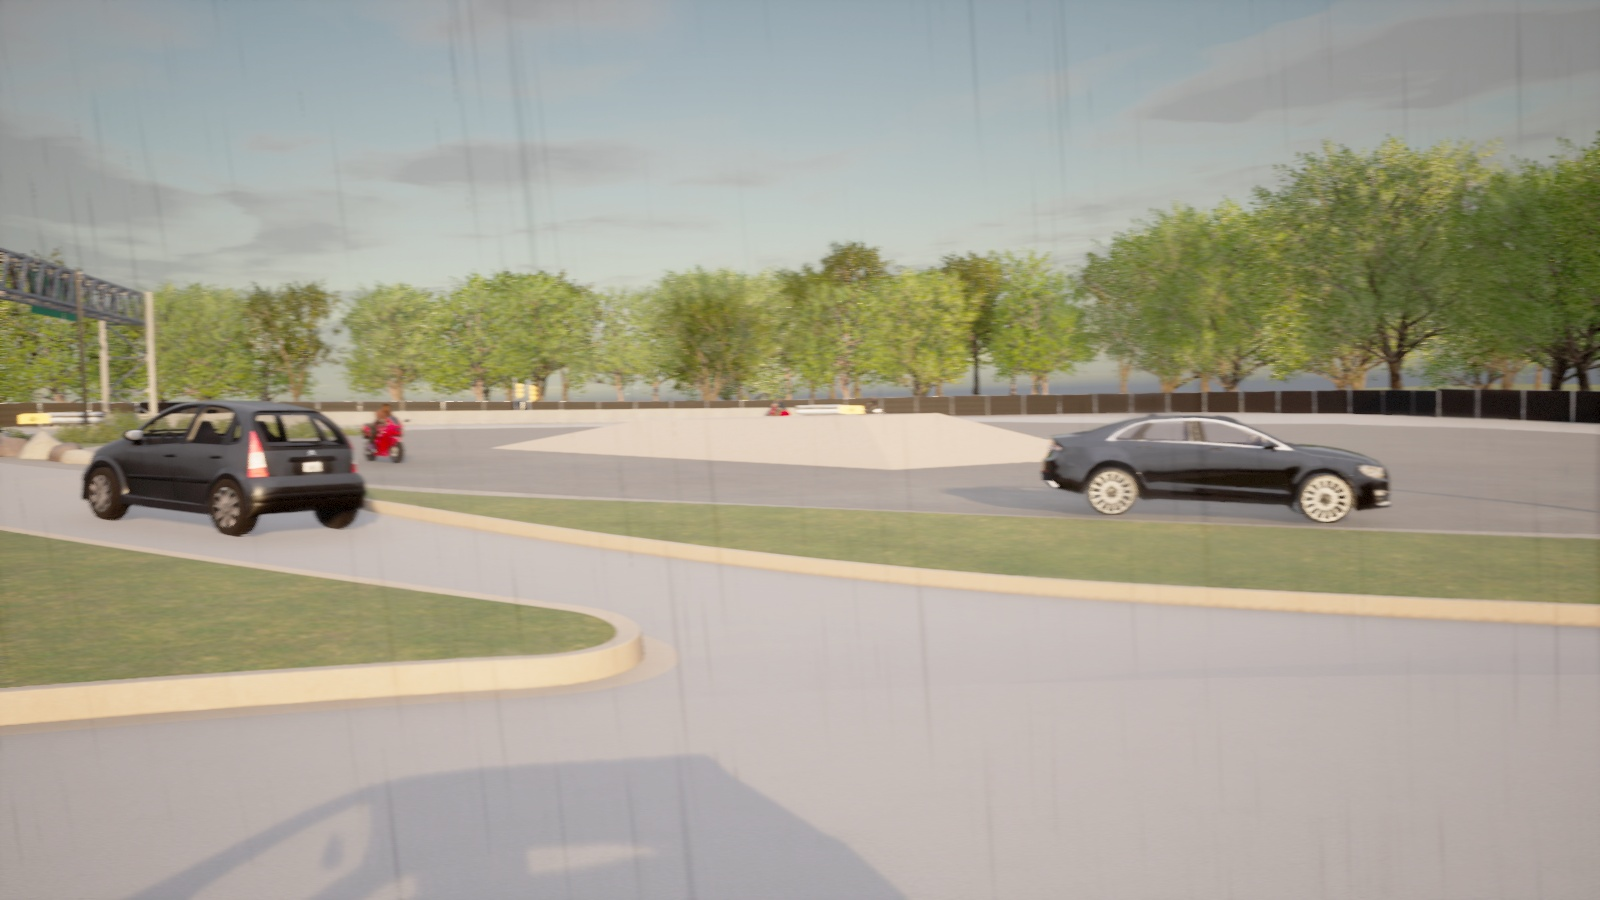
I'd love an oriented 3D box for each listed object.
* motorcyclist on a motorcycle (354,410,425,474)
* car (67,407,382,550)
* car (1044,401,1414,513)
[{"bbox_3d":[-10.146,-0.209,31.008,0.797,1.523,2.044,-3,3,-44],"label":"motorcyclist on a motorcycle"},{"bbox_3d":[-7.573,0.272,16.452,3.988,1.617,1.851,2,3,32],"label":"car"},{"bbox_3d":[6.149,0.055,18.569,4.902,1.511,2.128,0,2,14],"label":"car"}]
